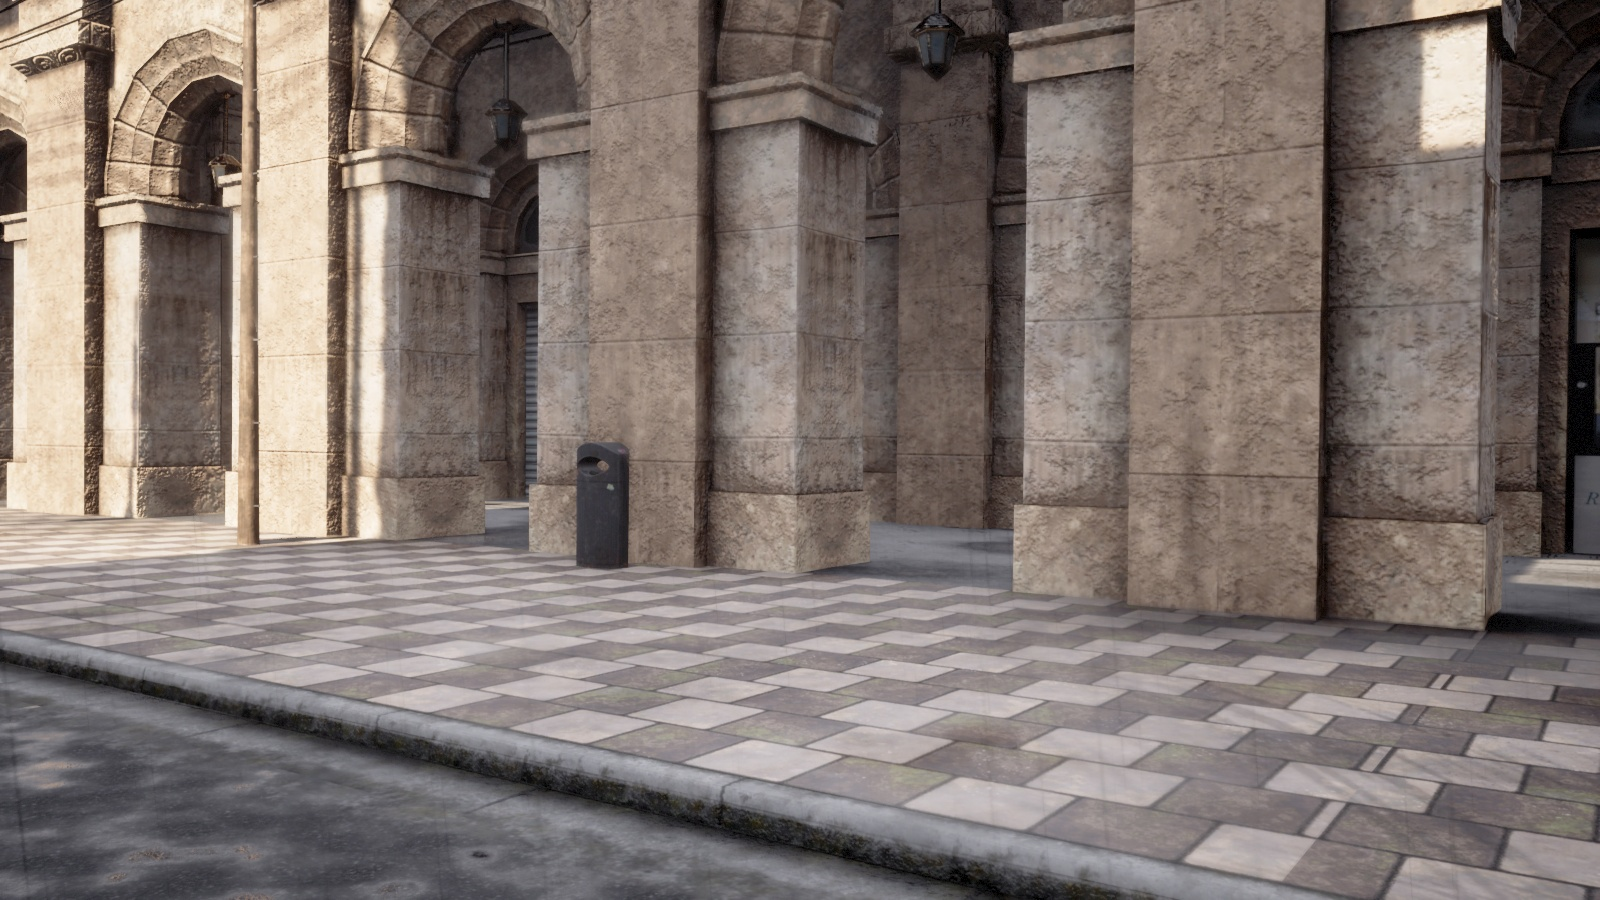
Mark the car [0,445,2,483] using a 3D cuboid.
[{"bbox_3d":[-30.009,0.524,42.477,1.895,1.301,4.718,0,1,34],"label":"car"}]
